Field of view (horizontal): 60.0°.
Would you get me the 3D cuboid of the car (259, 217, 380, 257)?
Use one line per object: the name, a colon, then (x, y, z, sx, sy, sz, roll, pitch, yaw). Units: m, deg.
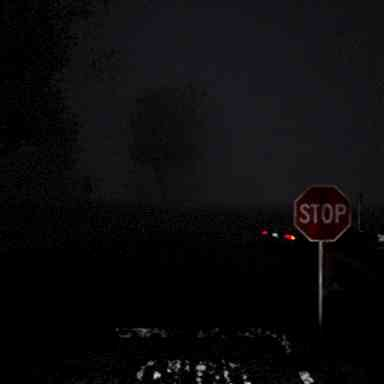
car: (5.190, 1.623, 13.297, 5.357, 1.411, 2.033, 1, 0, -30)
